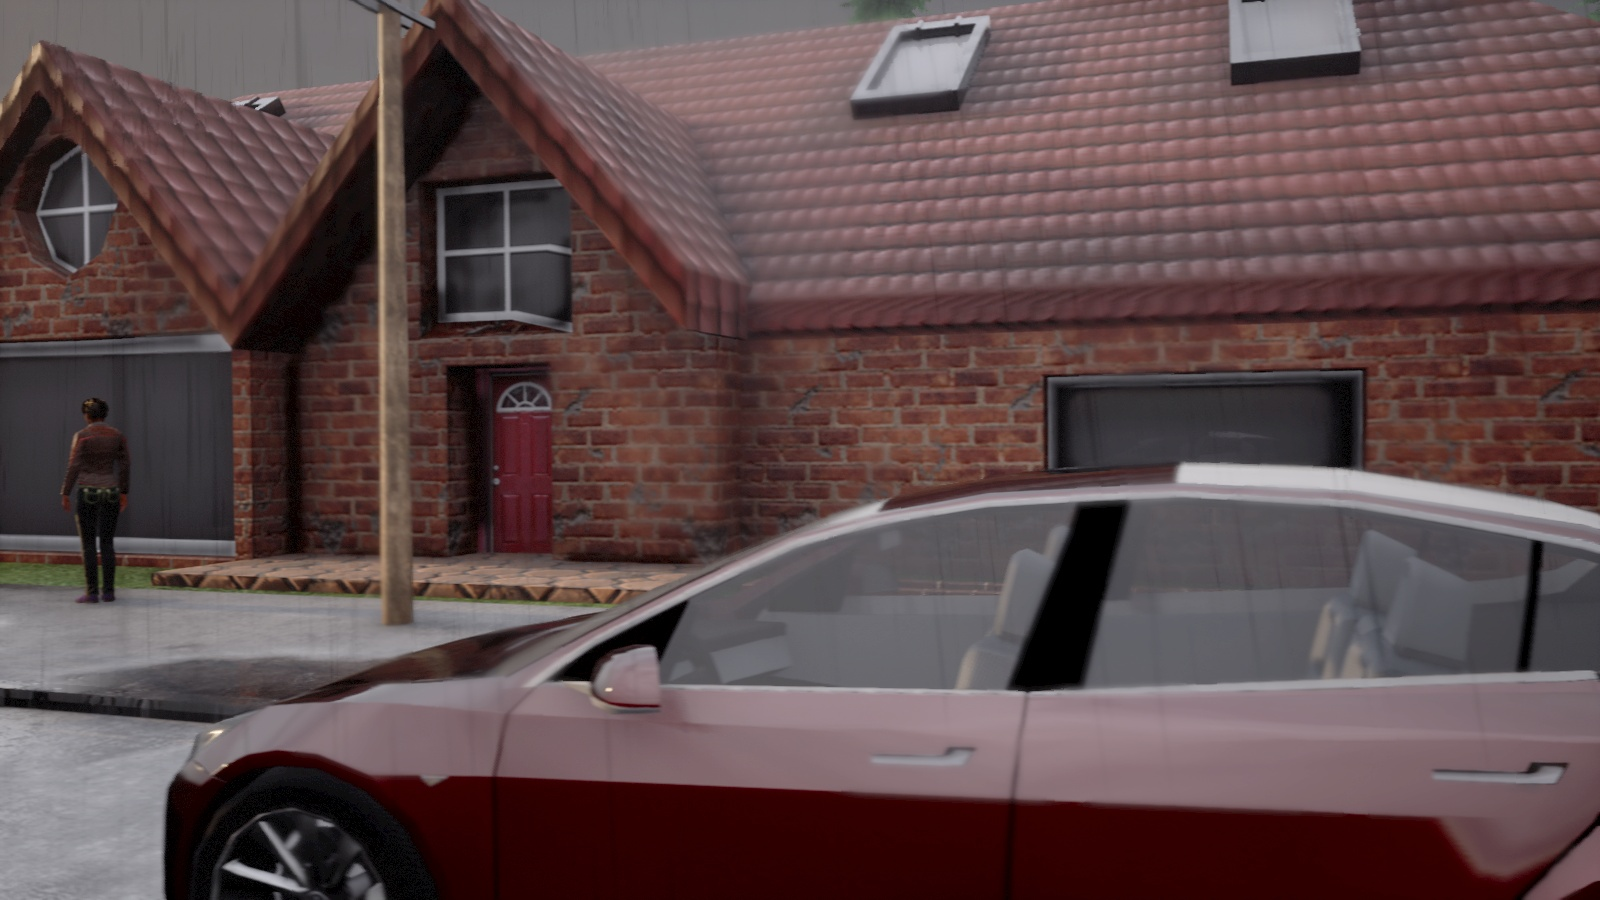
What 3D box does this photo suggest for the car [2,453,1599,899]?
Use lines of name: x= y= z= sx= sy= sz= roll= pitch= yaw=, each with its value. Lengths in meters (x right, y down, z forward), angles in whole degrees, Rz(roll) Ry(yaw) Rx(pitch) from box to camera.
car: x=0.548 y=0.778 z=3.540 sx=4.792 sy=1.488 sz=2.163 roll=0 pitch=1 yaw=18

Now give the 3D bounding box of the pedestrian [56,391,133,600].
pedestrian: x=-6.323 y=0.386 z=11.248 sx=0.869 sy=1.805 sz=0.328 roll=1 pitch=1 yaw=42
